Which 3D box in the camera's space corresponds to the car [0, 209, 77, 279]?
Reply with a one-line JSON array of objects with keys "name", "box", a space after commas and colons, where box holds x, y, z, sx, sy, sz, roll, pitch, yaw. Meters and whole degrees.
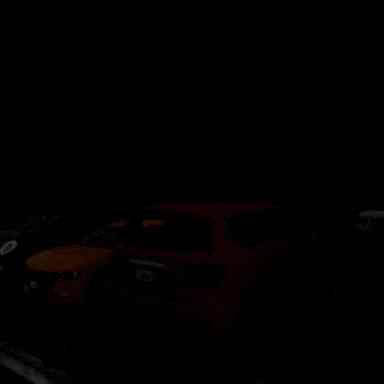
[{"name": "car", "box": [-4.000, 1.334, 9.996, 2.185, 1.767, 4.553, 0, 0, 35]}]

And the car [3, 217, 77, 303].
[{"name": "car", "box": [-1.517, 1.456, 8.250, 2.097, 1.535, 5.008, 0, 0, 35]}]

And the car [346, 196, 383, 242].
[{"name": "car", "box": [9.216, 1.205, 15.707, 2.435, 2.045, 5.566, 0, 0, 35]}]

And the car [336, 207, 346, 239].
[{"name": "car", "box": [6.931, 1.456, 17.312, 2.231, 1.521, 4.892, 0, 0, 35]}]

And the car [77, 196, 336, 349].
[{"name": "car", "box": [0.898, 1.201, 6.612, 2.435, 2.045, 5.566, 0, 0, 35]}]
